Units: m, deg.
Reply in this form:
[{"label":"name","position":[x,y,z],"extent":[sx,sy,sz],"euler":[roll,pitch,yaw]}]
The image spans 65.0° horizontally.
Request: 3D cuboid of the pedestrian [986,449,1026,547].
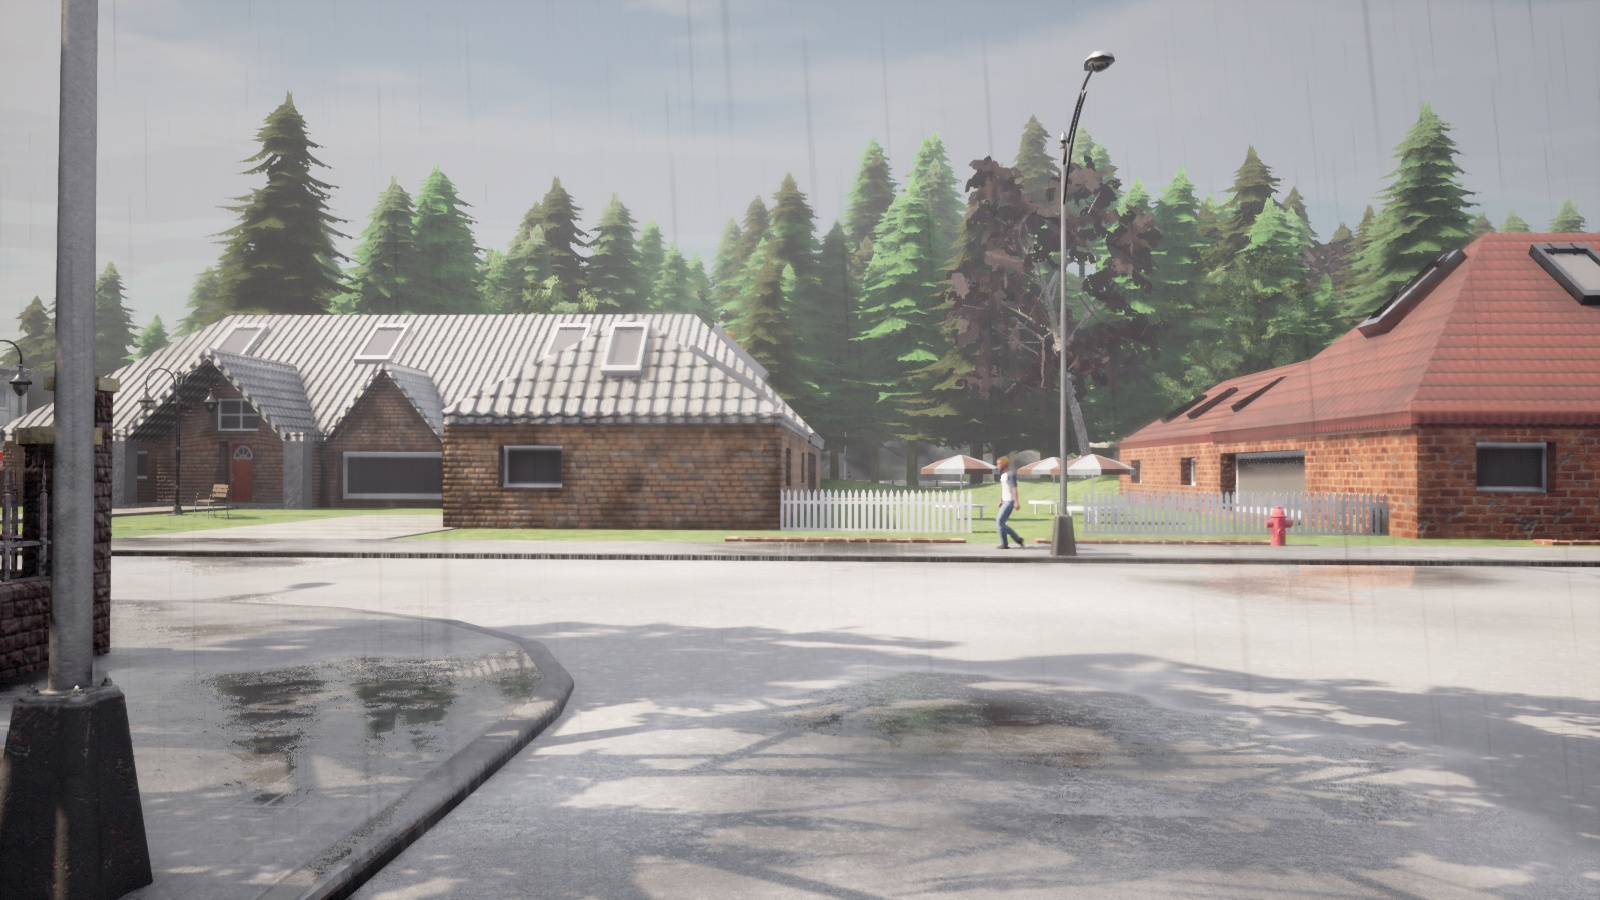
[{"label":"pedestrian","position":[3.880,0.905,23.680],"extent":[0.706,1.836,0.354],"euler":[0,-1,2]}]
